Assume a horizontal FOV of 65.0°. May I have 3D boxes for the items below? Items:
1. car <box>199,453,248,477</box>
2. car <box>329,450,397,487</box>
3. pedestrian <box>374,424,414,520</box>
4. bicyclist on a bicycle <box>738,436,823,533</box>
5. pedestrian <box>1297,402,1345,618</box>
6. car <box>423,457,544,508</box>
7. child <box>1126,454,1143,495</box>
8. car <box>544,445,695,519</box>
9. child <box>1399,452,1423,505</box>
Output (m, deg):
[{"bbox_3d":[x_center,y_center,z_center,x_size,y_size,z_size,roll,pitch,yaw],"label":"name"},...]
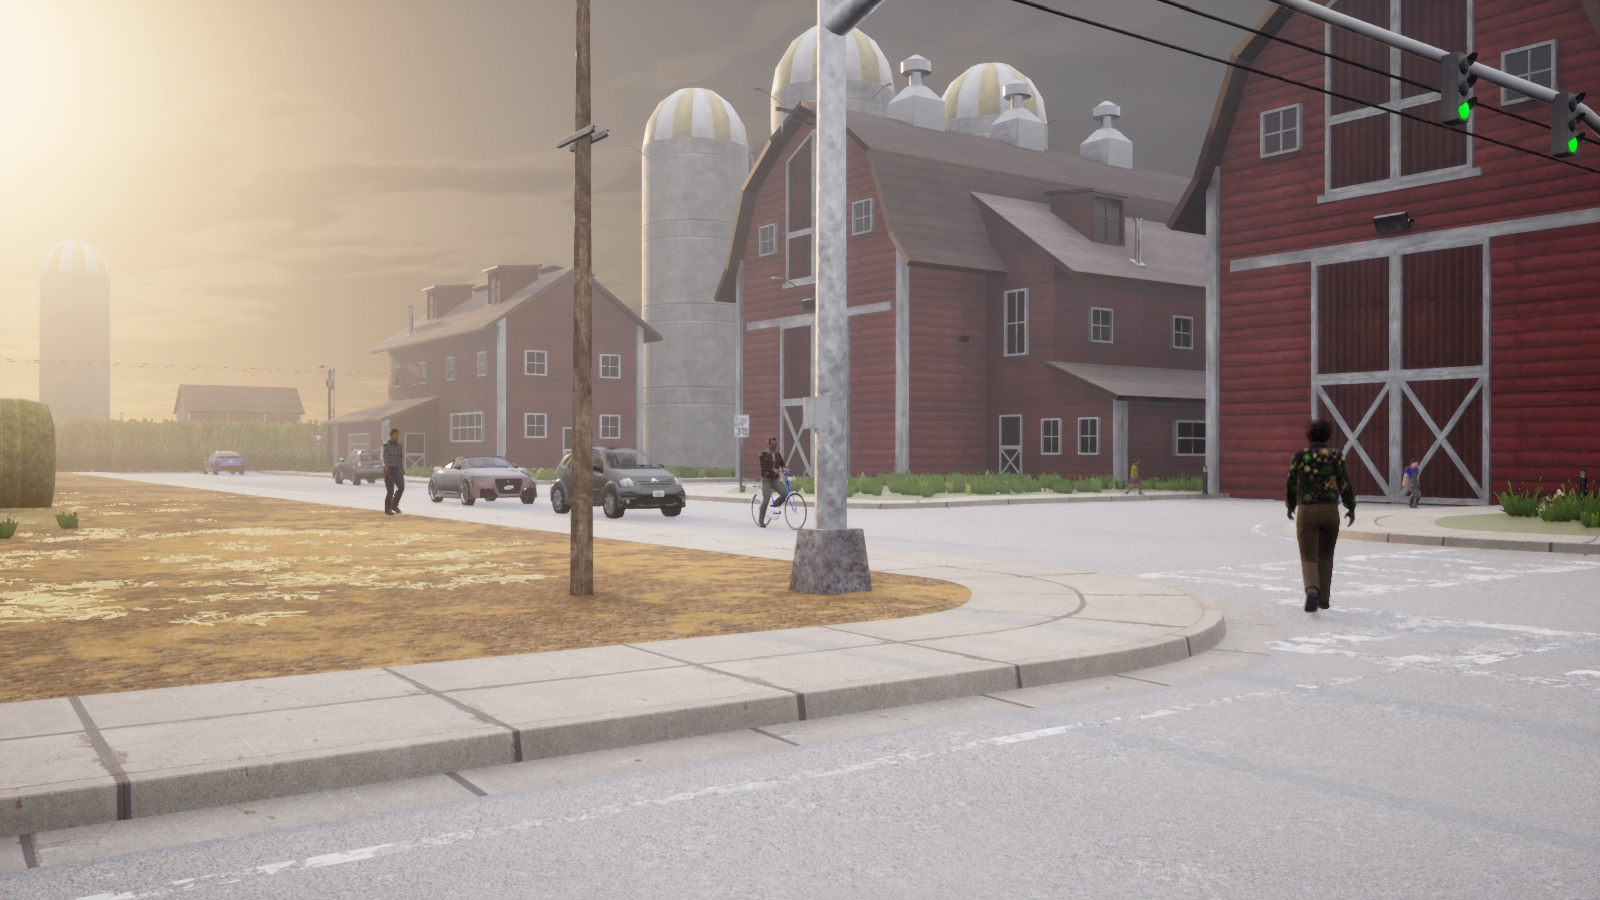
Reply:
[{"bbox_3d":[-37.037,0.941,80.643,2.007,1.525,4.514,0,0,-36],"label":"car"},{"bbox_3d":[-19.782,0.797,56.790,1.851,1.617,3.988,0,0,-36],"label":"car"},{"bbox_3d":[-8.367,0.456,25.875,0.788,1.949,0.423,0,0,39],"label":"pedestrian"},{"bbox_3d":[-0.399,0.641,24.027,0.659,1.776,1.843,-1,0,-36],"label":"bicyclist on a bicycle"},{"bbox_3d":[4.815,0.536,11.601,0.395,1.930,0.692,0,0,24],"label":"pedestrian"},{"bbox_3d":[-9.154,0.890,36.138,1.994,1.385,4.181,0,0,-36],"label":"car"},{"bbox_3d":[9.658,0.708,36.258,0.473,1.160,0.299,0,0,16],"label":"child"},{"bbox_3d":[-4.279,0.697,29.392,1.851,1.617,3.988,0,0,-36],"label":"car"},{"bbox_3d":[14.704,0.684,30.224,0.270,1.263,0.437,0,0,-18],"label":"child"}]
